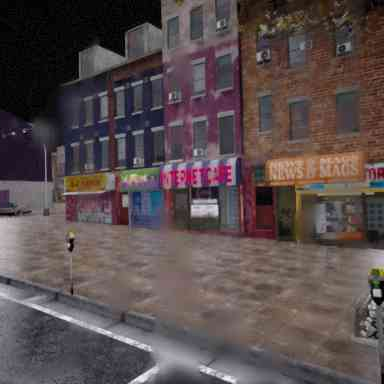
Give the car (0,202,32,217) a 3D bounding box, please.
[{"bbox_3d":[-17.541,1.624,30.218,2.033,1.411,5.357,-2,-1,39],"label":"car"}]
